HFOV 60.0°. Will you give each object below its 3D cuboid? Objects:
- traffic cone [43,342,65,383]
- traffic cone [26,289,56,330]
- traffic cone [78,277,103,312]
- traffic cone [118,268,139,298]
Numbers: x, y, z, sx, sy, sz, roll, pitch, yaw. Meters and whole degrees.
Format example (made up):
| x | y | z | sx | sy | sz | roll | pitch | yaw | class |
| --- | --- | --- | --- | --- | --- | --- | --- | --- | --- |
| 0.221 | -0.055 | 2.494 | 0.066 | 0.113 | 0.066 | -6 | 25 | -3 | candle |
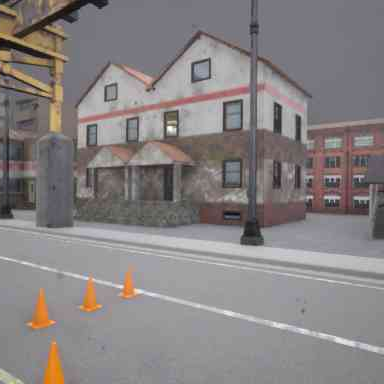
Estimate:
| x | y | z | sx | sy | sz | roll | pitch | yaw | class |
| --- | --- | --- | --- | --- | --- | --- | --- | --- | --- |
| -1.520 | 1.952 | 3.657 | 0.340 | 0.580 | 0.340 | 0 | 0 | 36 | traffic cone |
| -2.557 | 1.949 | 5.638 | 0.340 | 0.580 | 0.340 | 0 | 0 | 36 | traffic cone |
| -1.972 | 1.949 | 6.449 | 0.340 | 0.580 | 0.340 | 0 | 0 | 36 | traffic cone |
| -1.386 | 1.949 | 7.260 | 0.340 | 0.580 | 0.340 | 0 | 0 | 36 | traffic cone |
